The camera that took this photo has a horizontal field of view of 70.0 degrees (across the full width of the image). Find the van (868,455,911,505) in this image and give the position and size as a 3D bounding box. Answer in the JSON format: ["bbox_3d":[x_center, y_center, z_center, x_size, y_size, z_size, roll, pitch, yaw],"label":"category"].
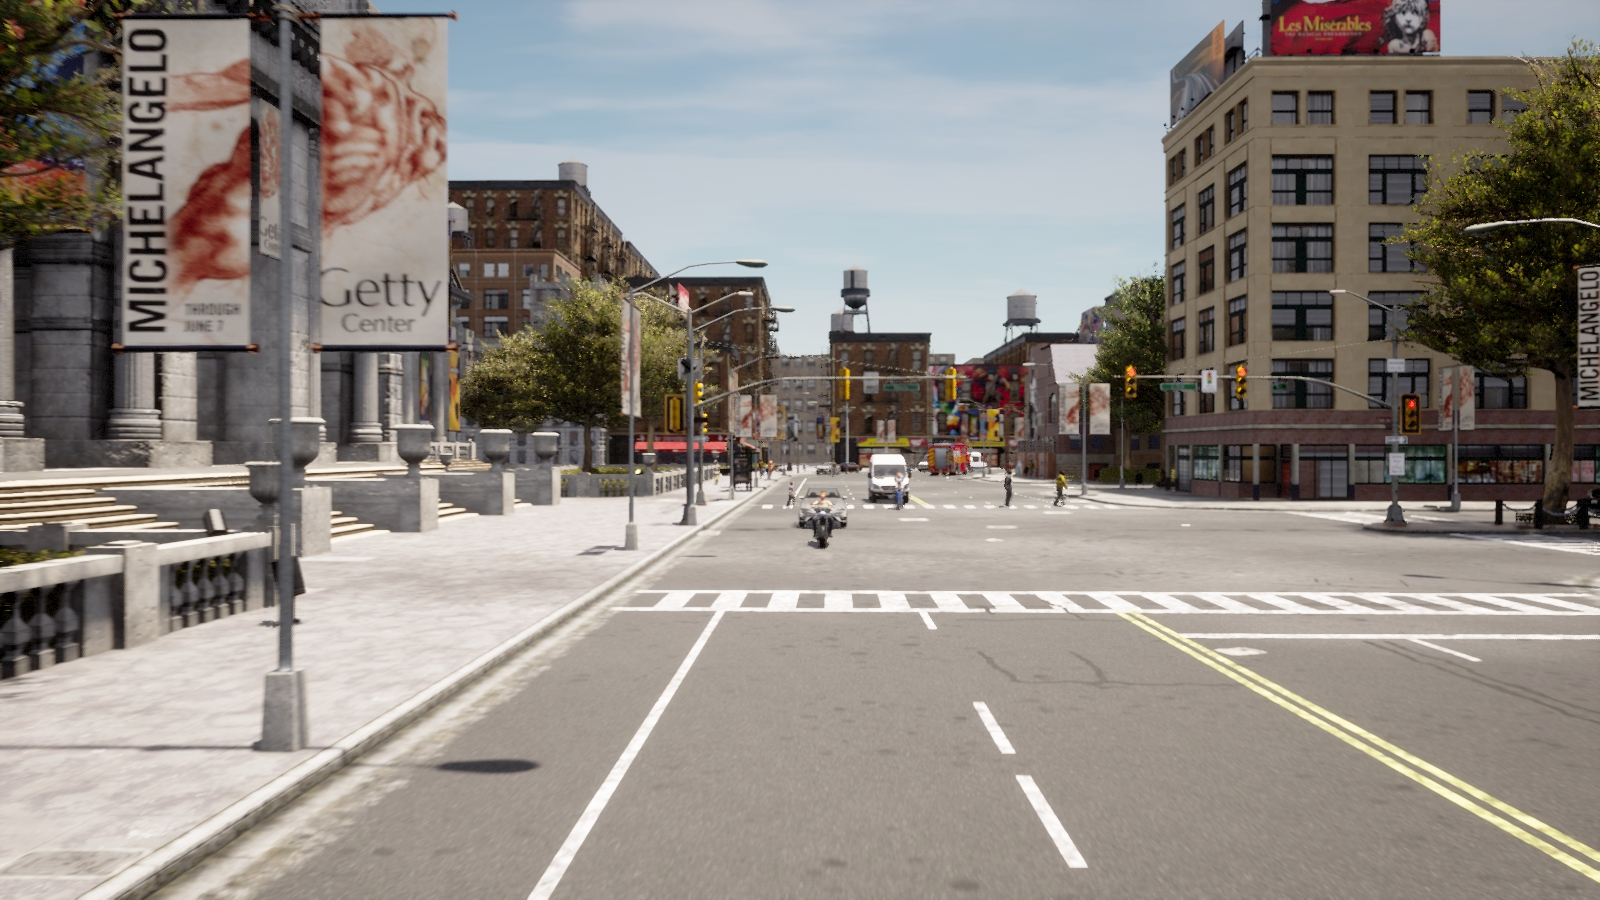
[{"bbox_3d":[4.772,1.535,61.792,1.988,2.561,5.915,0,0,1],"label":"van"}]

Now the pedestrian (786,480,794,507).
[{"bbox_3d":[-0.499,2.128,56.117,0.375,1.300,0.375,0,0,4],"label":"pedestrian"}]

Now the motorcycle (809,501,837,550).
[{"bbox_3d":[0.669,2.170,33.272,0.764,1.277,2.356,0,0,1],"label":"motorcycle"}]

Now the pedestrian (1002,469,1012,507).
[{"bbox_3d":[10.060,1.851,55.474,0.375,1.860,0.375,0,0,-3],"label":"pedestrian"}]

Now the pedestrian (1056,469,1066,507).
[{"bbox_3d":[12.748,1.851,55.848,0.375,1.860,0.375,0,0,-12],"label":"pedestrian"}]

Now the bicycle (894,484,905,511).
[{"bbox_3d":[4.629,2.207,53.321,0.373,1.196,1.643,0,0,0],"label":"bicycle"}]

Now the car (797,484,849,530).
[{"bbox_3d":[0.850,2.065,42.281,1.816,1.474,4.193,0,0,1],"label":"car"}]

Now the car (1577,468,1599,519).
[{"bbox_3d":[35.531,1.788,47.056,5.566,2.045,2.150,0,0,1],"label":"car"}]
